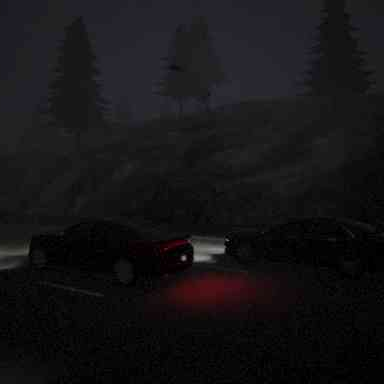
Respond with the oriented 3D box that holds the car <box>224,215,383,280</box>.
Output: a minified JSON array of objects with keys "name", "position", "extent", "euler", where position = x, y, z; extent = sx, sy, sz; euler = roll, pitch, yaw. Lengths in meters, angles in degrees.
[{"name":"car","position":[3.311,1.446,9.857],"extent":[4.892,1.490,1.837],"euler":[1,0,33]}]

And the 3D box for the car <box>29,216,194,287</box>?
[{"name":"car","position":[-2.350,1.401,9.148],"extent":[5.008,1.535,1.882],"euler":[0,0,29]}]
